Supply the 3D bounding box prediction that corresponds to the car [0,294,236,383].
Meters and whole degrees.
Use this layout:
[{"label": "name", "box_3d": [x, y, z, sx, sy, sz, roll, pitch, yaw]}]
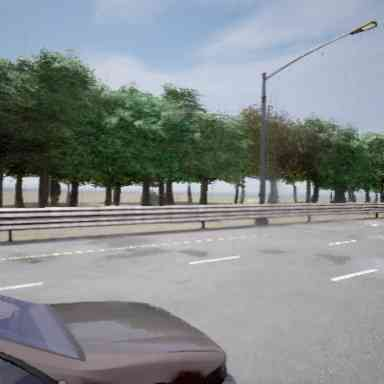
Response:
[{"label": "car", "box_3d": [-2.208, 1.500, 2.373, 5.357, 1.411, 2.033, 1, 0, -35]}]
